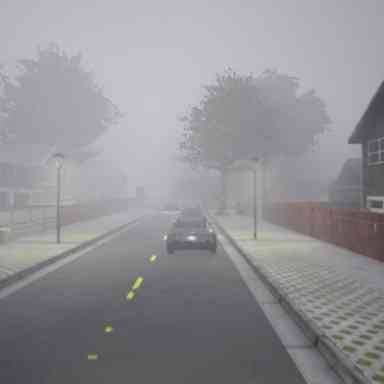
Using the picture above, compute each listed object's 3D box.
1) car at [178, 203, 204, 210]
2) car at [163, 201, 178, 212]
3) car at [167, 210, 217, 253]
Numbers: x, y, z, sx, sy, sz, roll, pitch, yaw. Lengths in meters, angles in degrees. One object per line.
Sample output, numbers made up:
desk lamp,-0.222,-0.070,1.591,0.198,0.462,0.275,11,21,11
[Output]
car,-0.010,1.757,29.288,1.837,1.490,4.892,0,0,0
car,-2.775,1.945,45.750,1.994,1.385,4.181,0,-1,0
car,-0.001,1.692,14.299,1.994,1.385,4.181,0,0,0
